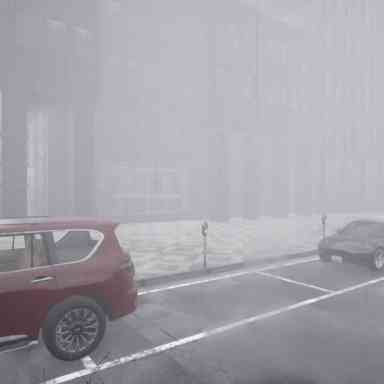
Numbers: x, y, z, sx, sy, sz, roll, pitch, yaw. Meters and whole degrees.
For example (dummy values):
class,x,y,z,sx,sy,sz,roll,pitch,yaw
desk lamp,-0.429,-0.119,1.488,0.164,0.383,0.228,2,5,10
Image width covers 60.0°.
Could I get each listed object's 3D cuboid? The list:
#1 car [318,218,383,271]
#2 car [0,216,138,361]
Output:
class,x,y,z,sx,sy,sz,roll,pitch,yaw
car,5.971,1.567,10.912,4.313,1.339,1.947,0,0,-36
car,-3.160,1.315,4.395,5.009,1.841,2.192,0,0,-36
